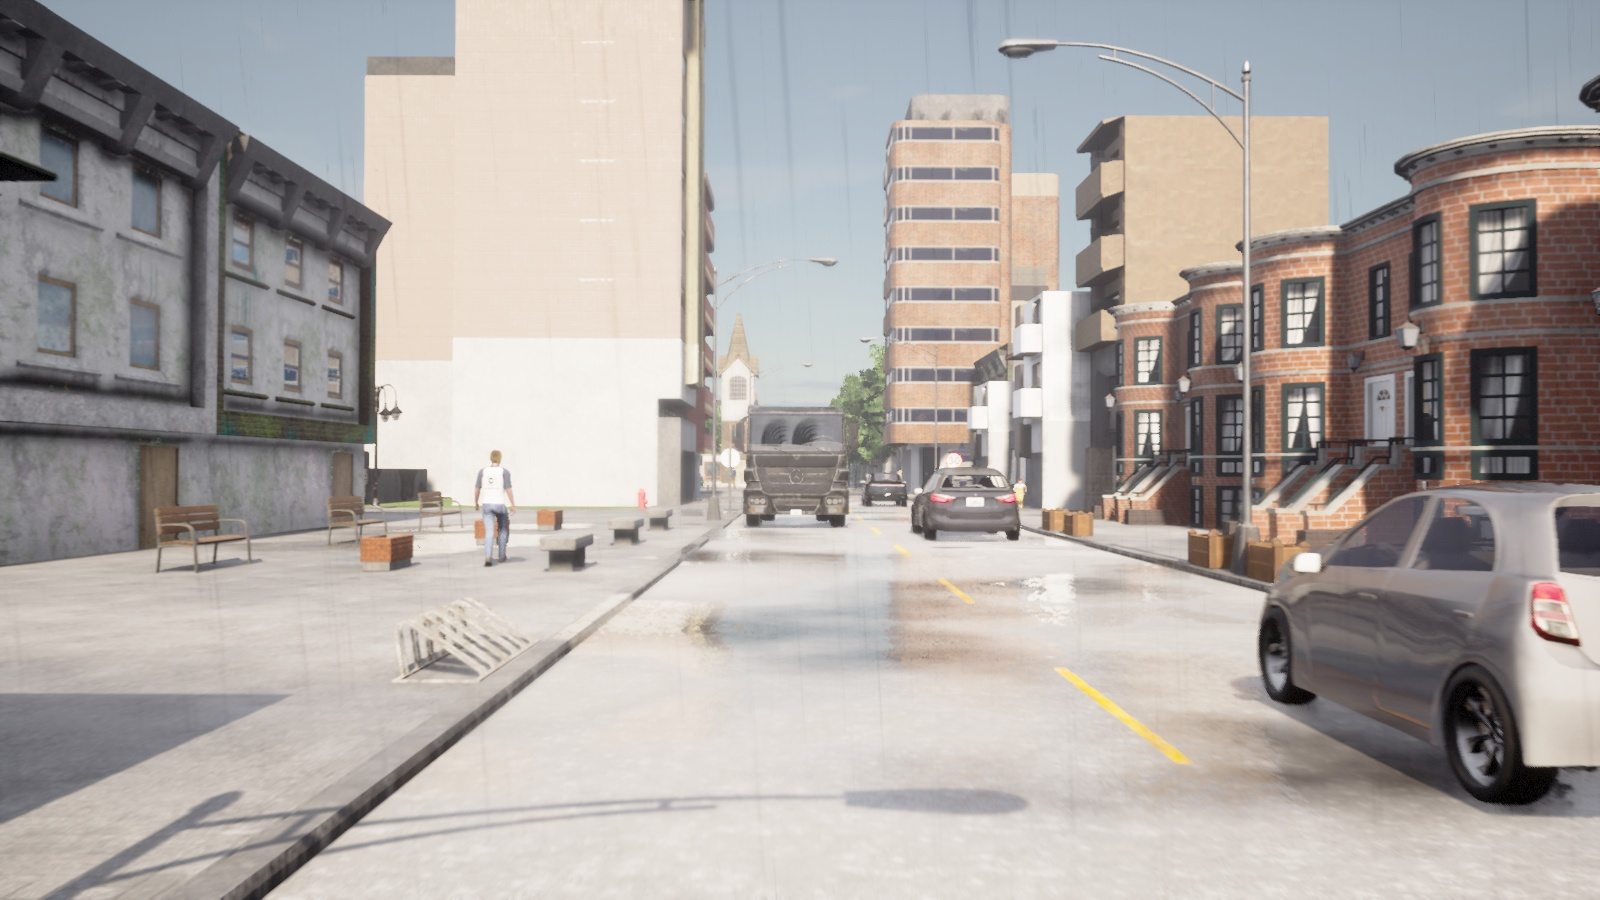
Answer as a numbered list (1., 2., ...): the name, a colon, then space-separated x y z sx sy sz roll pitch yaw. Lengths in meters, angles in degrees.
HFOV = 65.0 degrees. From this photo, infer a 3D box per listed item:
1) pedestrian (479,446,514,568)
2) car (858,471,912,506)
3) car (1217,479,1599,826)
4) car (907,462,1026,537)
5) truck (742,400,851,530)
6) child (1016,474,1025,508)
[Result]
1. pedestrian: -4.666 0.867 19.343 0.354 1.836 0.706 0 -1 1
2. car: 3.816 1.713 57.186 2.128 1.511 4.902 0 -1 0
3. car: 3.983 0.936 7.373 1.845 1.501 3.633 0 -1 0
4. car: 3.924 1.152 30.367 2.242 1.667 4.611 0 -1 0
5. truck: -0.108 0.461 37.503 2.891 3.462 7.936 0 -1 0
6. child: 8.239 1.541 46.952 0.270 1.263 0.437 -1 -1 18
